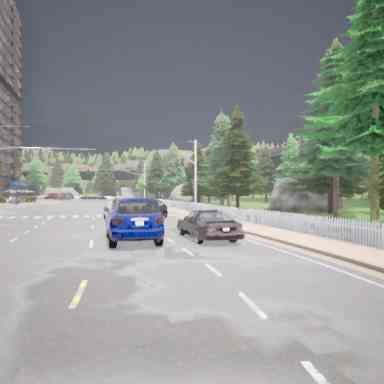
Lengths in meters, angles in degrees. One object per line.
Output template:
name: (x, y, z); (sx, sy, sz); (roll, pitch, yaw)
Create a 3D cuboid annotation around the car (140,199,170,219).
car: (-3.488, 1.483, 30.268); (1.882, 1.535, 5.008); (0, 0, -16)

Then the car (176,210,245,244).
car: (0.687, 1.561, 15.861); (2.033, 1.411, 5.357); (0, 0, -16)

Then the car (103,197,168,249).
car: (-2.683, 1.256, 14.915); (2.150, 2.045, 5.566); (0, 0, -16)
